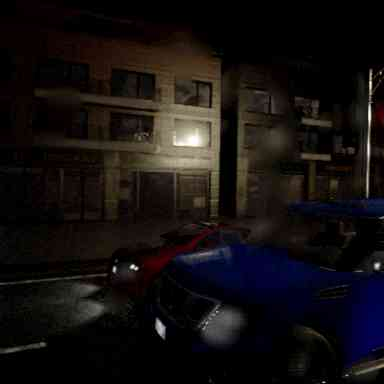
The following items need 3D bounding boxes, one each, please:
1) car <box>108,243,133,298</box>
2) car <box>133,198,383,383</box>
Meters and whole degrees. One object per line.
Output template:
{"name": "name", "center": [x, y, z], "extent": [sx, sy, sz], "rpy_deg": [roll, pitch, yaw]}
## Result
{"name": "car", "center": [0.308, 1.370, 7.396], "extent": [4.181, 1.385, 1.994], "rpy_deg": [0, 2, -23]}
{"name": "car", "center": [2.211, 1.126, 4.664], "extent": [5.566, 2.045, 2.150], "rpy_deg": [0, 2, -23]}
